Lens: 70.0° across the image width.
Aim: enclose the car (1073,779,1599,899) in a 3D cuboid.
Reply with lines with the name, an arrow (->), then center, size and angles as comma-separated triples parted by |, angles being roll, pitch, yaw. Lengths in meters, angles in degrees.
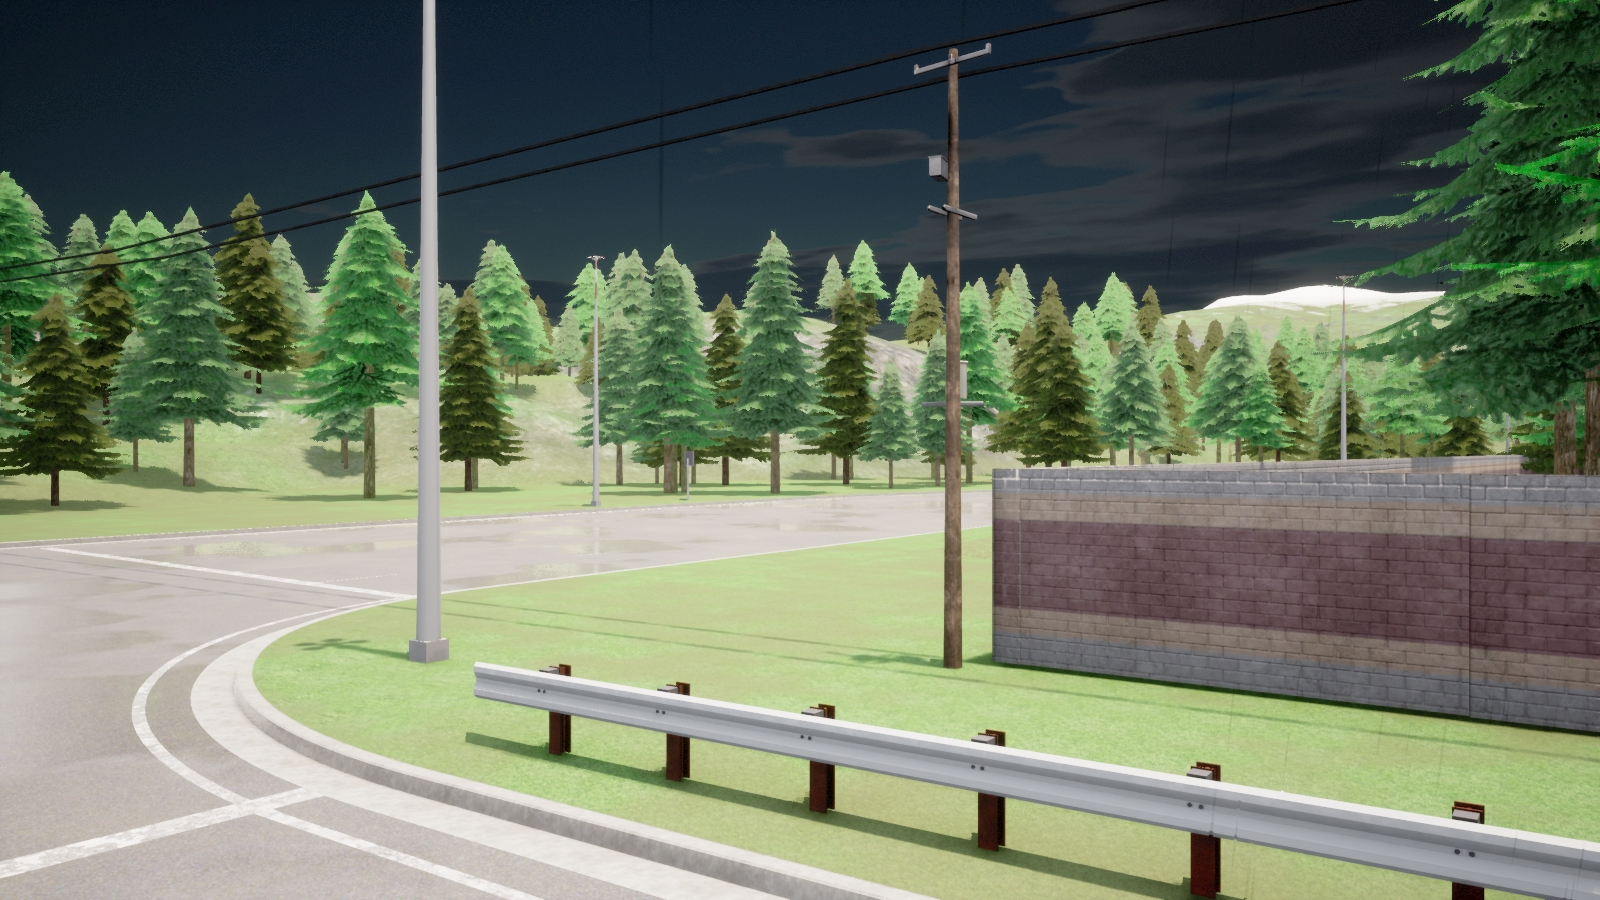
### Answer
car -> 3.010, 1.982, 1.681 | 5.238, 1.638, 2.097 | 0, 0, 35
